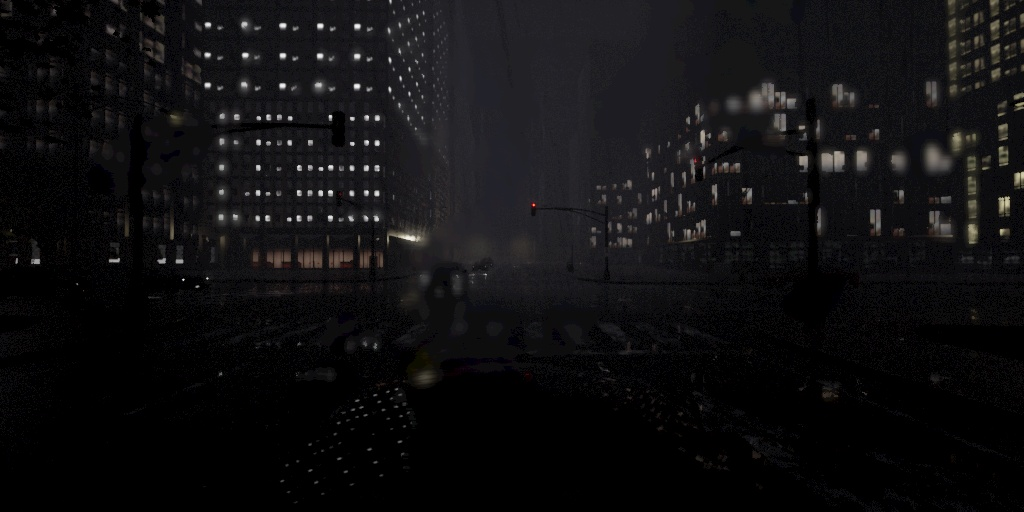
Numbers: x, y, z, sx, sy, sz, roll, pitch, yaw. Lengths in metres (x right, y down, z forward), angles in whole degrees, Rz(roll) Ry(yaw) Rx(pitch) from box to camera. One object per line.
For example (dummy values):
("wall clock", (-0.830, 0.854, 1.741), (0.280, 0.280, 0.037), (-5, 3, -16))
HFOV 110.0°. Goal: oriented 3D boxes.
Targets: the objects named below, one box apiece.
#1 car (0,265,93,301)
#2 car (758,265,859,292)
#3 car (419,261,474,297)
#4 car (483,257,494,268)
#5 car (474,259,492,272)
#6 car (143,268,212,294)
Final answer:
("car", (-20.245, 1.160, 15.879), (4.892, 1.490, 1.837), (0, -1, 2))
("car", (17.191, 1.279, 20.964), (5.008, 1.535, 1.882), (0, -1, 2))
("car", (-3.380, 1.086, 18.719), (2.097, 1.767, 4.553), (0, -1, -1))
("car", (-4.148, 1.006, 59.946), (2.097, 1.767, 4.553), (0, 0, -1))
("car", (-3.891, 1.336, 44.636), (1.895, 1.301, 4.718), (0, 0, -1))
("car", (-18.887, 1.305, 19.087), (4.718, 1.301, 1.895), (0, -1, 2))
